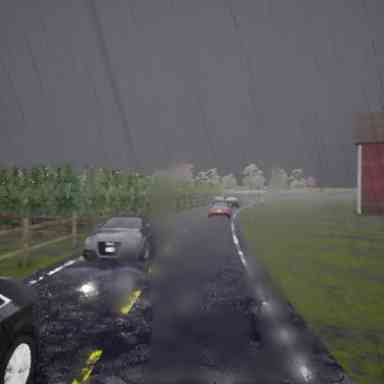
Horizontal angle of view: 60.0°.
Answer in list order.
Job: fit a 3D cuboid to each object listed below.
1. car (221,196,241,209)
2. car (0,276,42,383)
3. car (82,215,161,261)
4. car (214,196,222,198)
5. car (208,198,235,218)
[{"bbox_3d":[5.583,1.413,45.362,1.882,1.535,5.008,0,0,13],"label":"car"},{"bbox_3d":[-2.741,1.500,2.138,1.837,1.490,4.892,0,0,1],"label":"car"},{"bbox_3d":[-2.347,1.553,12.067,1.994,1.385,4.181,0,0,4],"label":"car"},{"bbox_3d":[4.195,1.377,51.900,1.882,1.535,5.008,1,0,15],"label":"car"},{"bbox_3d":[2.538,1.535,29.736,1.994,1.385,4.181,0,0,8],"label":"car"}]
